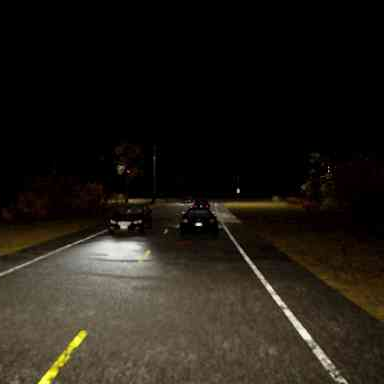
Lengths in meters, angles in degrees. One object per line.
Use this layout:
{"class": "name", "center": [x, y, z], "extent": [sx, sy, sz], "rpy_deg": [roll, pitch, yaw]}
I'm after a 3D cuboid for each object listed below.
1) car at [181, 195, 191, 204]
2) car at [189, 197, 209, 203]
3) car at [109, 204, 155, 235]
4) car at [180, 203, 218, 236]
{"class": "car", "center": [-0.902, 1.414, 60.656], "extent": [1.837, 1.490, 4.892], "rpy_deg": [0, 1, 5]}
{"class": "car", "center": [1.073, 1.511, 36.208], "extent": [2.033, 1.411, 5.357], "rpy_deg": [0, 0, 3]}
{"class": "car", "center": [-3.301, 1.476, 18.923], "extent": [2.128, 1.511, 4.902], "rpy_deg": [0, 0, 2]}
{"class": "car", "center": [0.381, 1.553, 18.265], "extent": [1.994, 1.385, 4.181], "rpy_deg": [0, 0, 1]}
